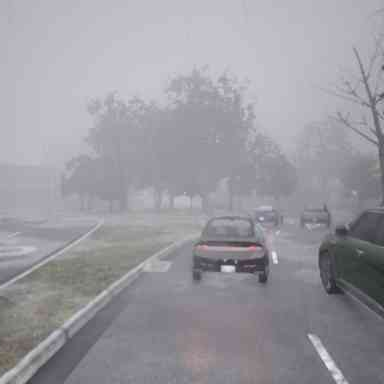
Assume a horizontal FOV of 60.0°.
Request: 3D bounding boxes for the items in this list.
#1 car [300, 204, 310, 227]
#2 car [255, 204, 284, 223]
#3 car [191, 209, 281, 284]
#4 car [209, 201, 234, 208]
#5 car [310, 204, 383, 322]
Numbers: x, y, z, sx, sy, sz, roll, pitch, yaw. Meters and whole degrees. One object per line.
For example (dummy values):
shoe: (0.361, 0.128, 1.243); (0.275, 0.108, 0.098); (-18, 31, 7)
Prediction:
car: (8.388, 1.527, 22.538); (2.128, 1.511, 4.902); (-1, -1, 22)
car: (5.382, 1.588, 23.760); (1.812, 1.442, 4.674); (-1, -1, 22)
car: (1.146, 1.460, 9.589); (2.128, 1.511, 4.902); (0, 0, 9)
car: (6.016, 2.587, 67.304); (5.008, 1.535, 1.882); (0, -2, 19)
car: (3.833, 1.200, 5.382); (2.150, 2.045, 5.566); (0, 1, 5)
